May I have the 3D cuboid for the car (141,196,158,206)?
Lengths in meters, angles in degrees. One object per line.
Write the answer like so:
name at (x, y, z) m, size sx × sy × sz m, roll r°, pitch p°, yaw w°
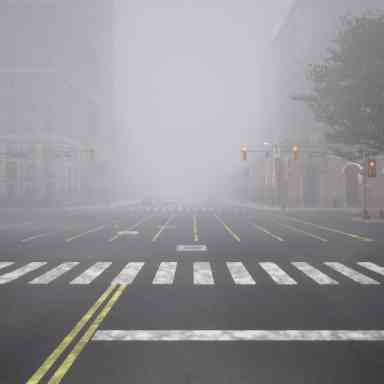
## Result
car at (-7.174, 1.494, 54.882) m, size 1.837 × 1.490 × 4.892 m, roll 0°, pitch 0°, yaw 0°

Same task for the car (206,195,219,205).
car at (3.506, 1.339, 57.959) m, size 2.097 × 1.767 × 4.553 m, roll 0°, pitch 0°, yaw 0°

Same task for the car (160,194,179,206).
car at (-3.675, 1.466, 55.084) m, size 1.882 × 1.535 × 5.008 m, roll 0°, pitch 0°, yaw 0°

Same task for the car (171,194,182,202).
car at (-3.481, 1.339, 75.017) m, size 2.097 × 1.767 × 4.553 m, roll 0°, pitch 0°, yaw 1°

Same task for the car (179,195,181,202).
car at (-3.609, 1.587, 65.062) m, size 1.895 × 1.301 × 4.718 m, roll 0°, pitch 0°, yaw 1°

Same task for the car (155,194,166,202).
car at (-6.984, 1.339, 74.764) m, size 2.097 × 1.767 × 4.553 m, roll 0°, pitch 0°, yaw 1°

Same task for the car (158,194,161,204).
car at (-7.120, 1.464, 64.490) m, size 1.882 × 1.535 × 5.008 m, roll 0°, pitch 0°, yaw 1°
